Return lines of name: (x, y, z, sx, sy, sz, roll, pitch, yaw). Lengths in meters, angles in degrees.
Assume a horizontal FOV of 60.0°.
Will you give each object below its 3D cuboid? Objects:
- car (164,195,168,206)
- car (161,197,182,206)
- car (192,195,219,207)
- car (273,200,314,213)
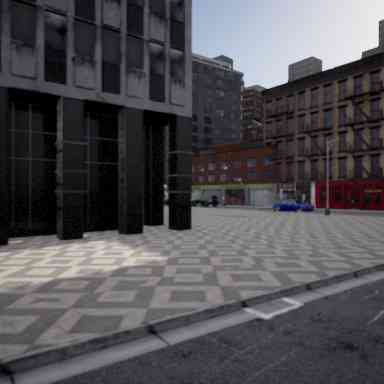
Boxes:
car: (-2.503, 1.541, 57.889, 2.150, 2.045, 5.566, 0, -1, -36)
car: (-4.036, 1.850, 65.067, 1.837, 1.490, 4.892, 0, 0, -36)
car: (2.185, 1.528, 56.669, 2.150, 2.045, 5.566, 0, 0, -36)
car: (11.672, 1.650, 38.397, 1.882, 1.535, 5.008, 0, 0, -36)
